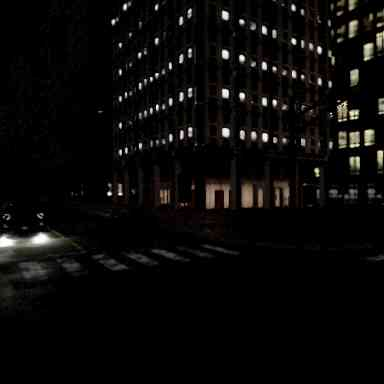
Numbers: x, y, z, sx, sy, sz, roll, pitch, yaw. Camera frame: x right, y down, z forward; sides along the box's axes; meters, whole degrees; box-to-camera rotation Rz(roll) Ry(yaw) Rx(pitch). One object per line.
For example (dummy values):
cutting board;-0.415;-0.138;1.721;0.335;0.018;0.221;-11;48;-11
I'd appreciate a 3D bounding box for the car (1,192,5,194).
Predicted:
car;-43.977;0.816;78.214;2.192;1.841;5.009;1;0;-37

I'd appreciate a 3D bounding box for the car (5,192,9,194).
car;-37.255;1.109;69.430;1.887;1.381;4.507;1;0;-37

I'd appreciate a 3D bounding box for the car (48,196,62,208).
car;-17.970;1.191;42.520;1.967;1.590;4.097;1;0;-34

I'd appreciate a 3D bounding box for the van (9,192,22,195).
van;-33.929;0.937;65.015;1.690;1.788;3.998;1;0;-37

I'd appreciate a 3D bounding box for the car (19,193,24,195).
car;-27.444;1.224;56.088;1.947;1.339;4.313;1;0;-36

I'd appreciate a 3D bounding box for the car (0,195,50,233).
car;-9.755;1.256;18.996;2.097;1.767;4.553;0;0;-31

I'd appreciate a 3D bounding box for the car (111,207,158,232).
car;-3.367;1.486;19.232;1.802;1.307;4.206;1;0;-31
